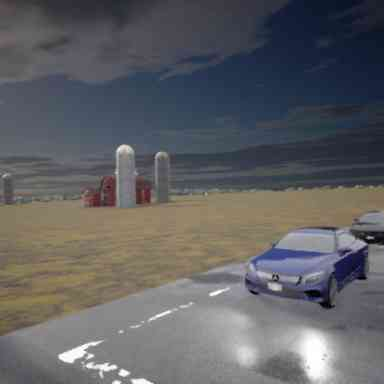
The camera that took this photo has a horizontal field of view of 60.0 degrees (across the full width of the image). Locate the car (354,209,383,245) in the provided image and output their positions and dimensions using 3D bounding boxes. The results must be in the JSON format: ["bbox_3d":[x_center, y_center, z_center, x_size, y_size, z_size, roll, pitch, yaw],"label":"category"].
[{"bbox_3d":[8.875,1.608,15.606,1.882,1.535,5.008,-2,-1,38],"label":"car"}]

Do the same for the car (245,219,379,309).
[{"bbox_3d":[3.128,1.636,8.412,1.812,1.442,4.674,-2,-1,40],"label":"car"}]
